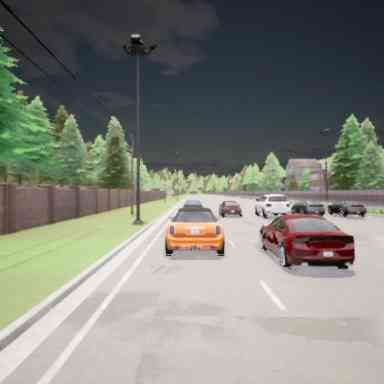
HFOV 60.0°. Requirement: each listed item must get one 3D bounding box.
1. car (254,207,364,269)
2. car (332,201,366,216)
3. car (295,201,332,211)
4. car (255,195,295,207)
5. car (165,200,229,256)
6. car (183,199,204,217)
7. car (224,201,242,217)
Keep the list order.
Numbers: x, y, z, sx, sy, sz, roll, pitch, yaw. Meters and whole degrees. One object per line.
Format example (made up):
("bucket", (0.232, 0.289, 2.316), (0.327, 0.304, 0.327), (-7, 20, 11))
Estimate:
("car", (3.601, 1.490, 11.267), (1.882, 1.535, 5.008), (0, 0, 0))
("car", (14.104, 1.524, 30.638), (2.128, 1.511, 4.902), (0, 0, 0))
("car", (10.605, 1.524, 30.643), (2.128, 1.511, 4.902), (0, 0, 0))
("car", (7.103, 1.253, 29.853), (2.150, 2.045, 5.566), (0, 0, 0))
("car", (0.101, 1.367, 13.409), (2.097, 1.767, 4.553), (0, 0, 0))
("car", (0.104, 1.512, 32.273), (1.882, 1.535, 5.008), (0, 0, 0))
("car", (3.604, 1.559, 31.735), (1.812, 1.442, 4.674), (0, 0, 0))
